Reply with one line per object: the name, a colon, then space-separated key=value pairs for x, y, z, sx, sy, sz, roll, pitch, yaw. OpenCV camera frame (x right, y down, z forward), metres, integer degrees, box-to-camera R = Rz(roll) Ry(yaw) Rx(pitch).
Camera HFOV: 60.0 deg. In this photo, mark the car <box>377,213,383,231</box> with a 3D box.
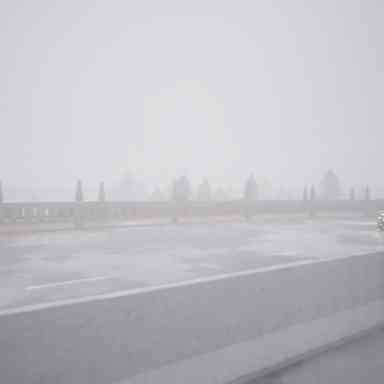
car: x=12.577 y=1.366 z=18.500 sx=4.553 sy=1.767 sz=2.097 roll=0 pitch=0 yaw=-23
